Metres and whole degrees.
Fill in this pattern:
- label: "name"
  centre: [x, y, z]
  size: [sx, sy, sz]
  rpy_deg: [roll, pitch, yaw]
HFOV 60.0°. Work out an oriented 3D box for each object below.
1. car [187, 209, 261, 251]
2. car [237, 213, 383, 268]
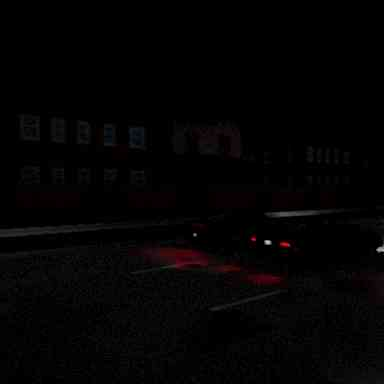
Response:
- label: "car"
  centre: [2.132, 1.429, 13.892]
  size: [5.008, 1.535, 1.882]
  rpy_deg: [-1, 0, -35]
- label: "car"
  centre: [4.246, 1.499, 11.096]
  size: [5.357, 1.411, 2.033]
  rpy_deg: [0, 0, -35]
